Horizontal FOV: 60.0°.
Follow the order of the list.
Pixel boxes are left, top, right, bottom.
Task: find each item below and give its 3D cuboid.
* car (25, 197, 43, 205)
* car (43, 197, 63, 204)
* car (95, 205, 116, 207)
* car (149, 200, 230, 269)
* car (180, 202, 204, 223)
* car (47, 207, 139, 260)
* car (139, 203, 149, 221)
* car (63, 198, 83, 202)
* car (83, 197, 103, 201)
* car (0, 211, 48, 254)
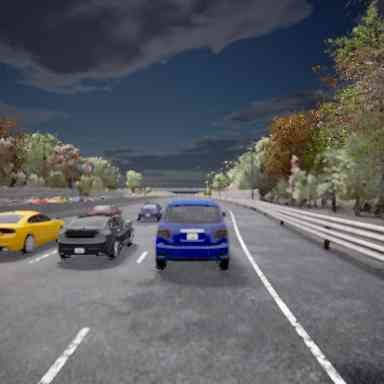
[{"bbox_3d":[-28.025,1.630,59.883,2.097,1.767,4.553,0,0,1],"label":"car"},{"bbox_3d":[-24.523,1.758,60.280,1.882,1.535,5.008,0,0,1],"label":"car"},{"bbox_3d":[-6.962,1.713,27.060,1.895,1.301,4.718,0,0,0],"label":"car"},{"bbox_3d":[0.034,1.269,11.464,2.150,2.045,5.566,0,0,1],"label":"car"},{"bbox_3d":[0.045,1.622,27.701,1.837,1.490,4.892,0,0,0],"label":"car"},{"bbox_3d":[-3.454,1.557,12.696,1.837,1.490,4.892,0,0,0],"label":"car"},{"bbox_3d":[-3.452,1.644,28.366,1.812,1.442,4.674,0,0,0],"label":"car"},{"bbox_3d":[-21.026,1.758,60.360,1.882,1.535,5.008,0,0,1],"label":"car"},{"bbox_3d":[-17.533,1.634,60.621,2.097,1.767,4.553,0,0,1],"label":"car"},{"bbox_3d":[-6.947,1.533,13.781,1.882,1.535,5.008,0,0,0],"label":"car"}]
